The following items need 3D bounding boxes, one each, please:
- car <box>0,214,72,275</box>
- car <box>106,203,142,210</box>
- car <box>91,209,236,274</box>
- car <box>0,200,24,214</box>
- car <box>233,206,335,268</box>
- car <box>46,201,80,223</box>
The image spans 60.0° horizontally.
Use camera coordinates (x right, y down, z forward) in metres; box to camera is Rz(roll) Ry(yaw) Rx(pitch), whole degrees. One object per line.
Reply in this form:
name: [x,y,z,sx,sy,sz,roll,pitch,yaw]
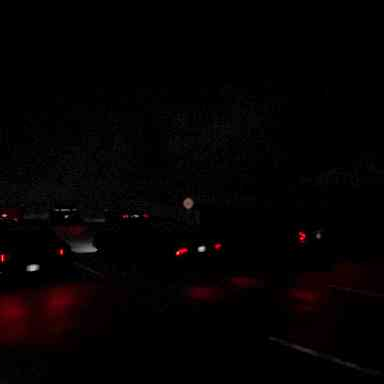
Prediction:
car: [-5.231,1.557,9.909,1.895,1.301,4.718,0,0,-37]
car: [-4.480,1.450,22.024,2.033,1.411,5.357,0,1,-27]
car: [-1.340,1.516,10.560,2.033,1.411,5.357,0,0,-39]
car: [-12.969,1.316,23.358,1.882,1.535,5.008,0,1,-27]
car: [2.378,1.330,11.553,2.097,1.767,4.553,0,0,-41]
car: [-9.209,1.351,23.667,2.128,1.511,4.902,0,1,-27]
